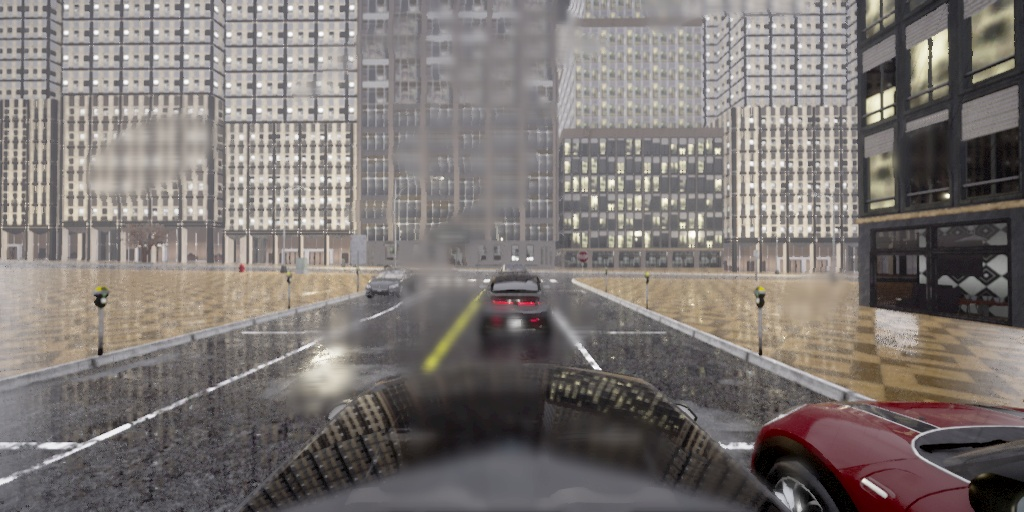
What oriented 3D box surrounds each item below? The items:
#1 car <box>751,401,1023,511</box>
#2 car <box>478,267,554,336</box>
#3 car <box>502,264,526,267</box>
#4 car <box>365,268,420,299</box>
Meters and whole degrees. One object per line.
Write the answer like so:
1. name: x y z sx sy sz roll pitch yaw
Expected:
1. car: 2.691 1.191 0.965 1.967 1.591 4.097 0 0 0
2. car: 0.101 1.245 10.325 1.837 1.490 4.892 0 0 0
3. car: 0.100 1.219 20.723 2.128 1.511 4.902 0 0 0
4. car: -5.818 1.281 17.901 2.007 1.370 4.403 0 0 0
